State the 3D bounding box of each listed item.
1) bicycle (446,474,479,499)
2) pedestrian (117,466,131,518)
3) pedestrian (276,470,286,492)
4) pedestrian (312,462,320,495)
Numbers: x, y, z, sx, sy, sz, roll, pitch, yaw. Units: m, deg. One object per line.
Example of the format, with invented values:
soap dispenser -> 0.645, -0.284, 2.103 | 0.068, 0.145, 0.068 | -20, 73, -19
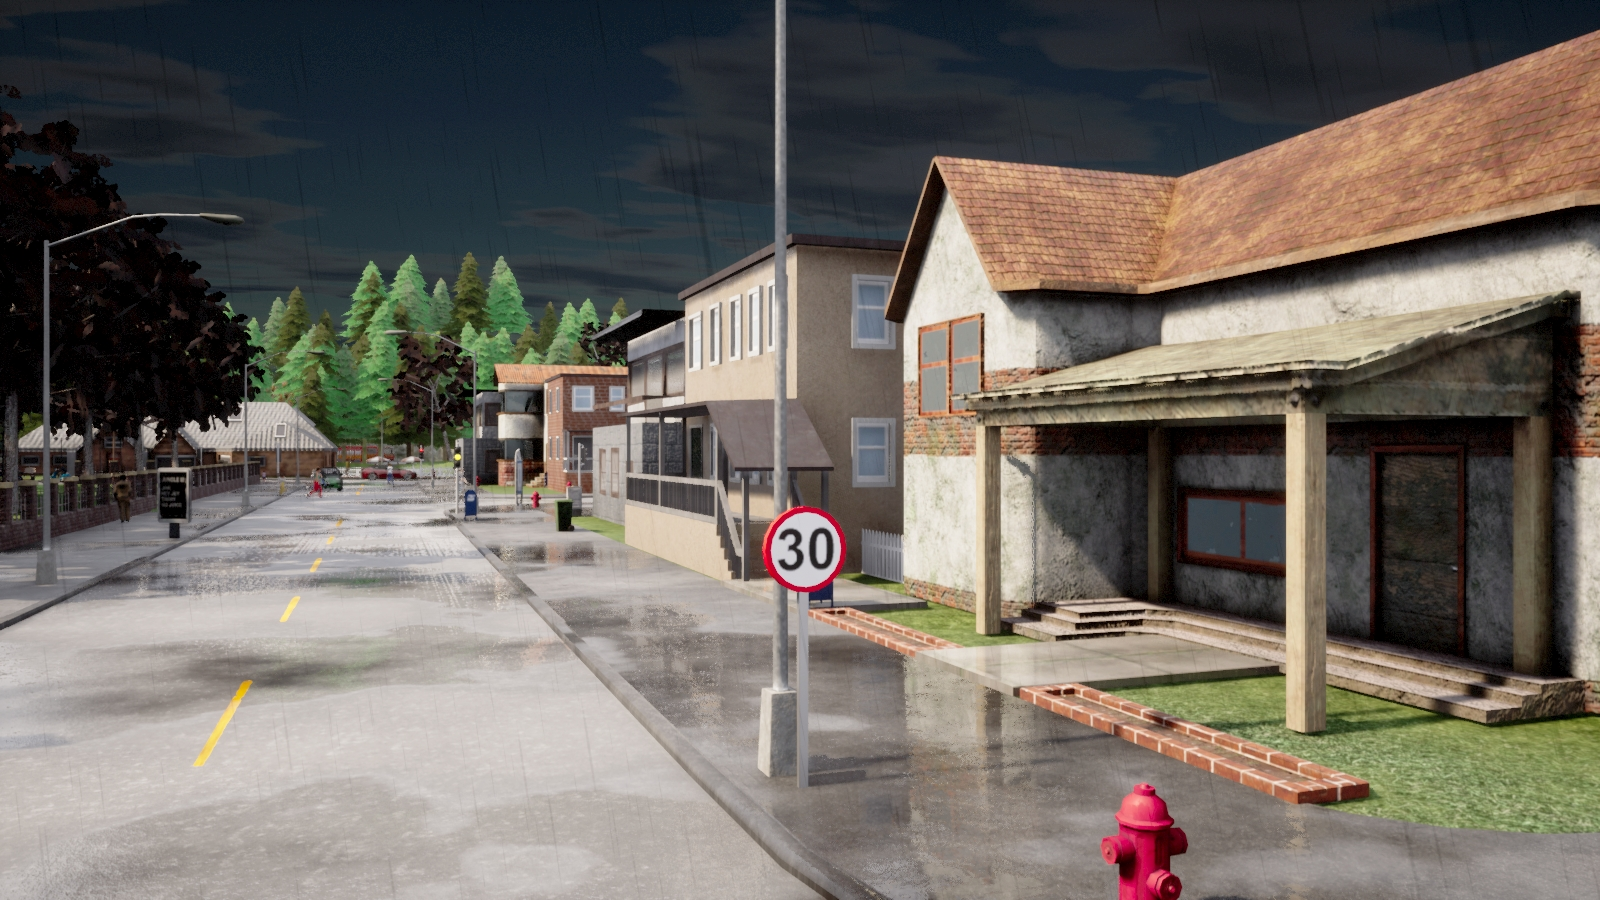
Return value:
bicycle -> -17.868, 1.936, 60.539 | 1.643, 1.296, 0.373 | 0, -2, 8
pedestrian -> -24.676, 1.525, 41.687 | 0.375, 1.860, 0.375 | 0, 0, -20
pedestrian -> -30.423, 1.804, 67.006 | 0.375, 1.300, 0.375 | 0, 0, 5
pedestrian -> -27.498, 1.628, 64.900 | 0.375, 1.860, 0.375 | 0, 0, -27
